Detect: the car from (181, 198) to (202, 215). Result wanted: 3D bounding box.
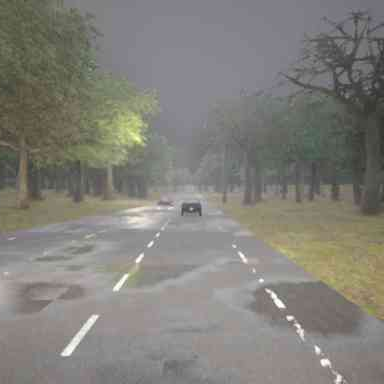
[{"bbox_3d":[-0.051,1.378,32.811,1.882,1.535,5.008,0,0,0],"label":"car"}]

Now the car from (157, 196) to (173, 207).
[{"bbox_3d":[-3.796,1.289,47.974,1.882,1.535,5.008,0,0,3],"label":"car"}]
